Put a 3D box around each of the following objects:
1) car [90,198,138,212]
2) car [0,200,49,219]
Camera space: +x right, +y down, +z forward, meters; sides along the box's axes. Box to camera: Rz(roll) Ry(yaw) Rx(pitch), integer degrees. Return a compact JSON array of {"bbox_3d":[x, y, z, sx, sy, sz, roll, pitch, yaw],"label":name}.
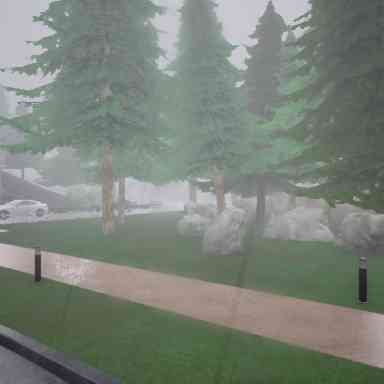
[{"bbox_3d":[-8.211,1.385,35.652,2.033,1.411,5.357,0,0,36],"label":"car"},{"bbox_3d":[-14.182,1.363,27.315,1.812,1.442,4.674,0,0,35],"label":"car"}]
